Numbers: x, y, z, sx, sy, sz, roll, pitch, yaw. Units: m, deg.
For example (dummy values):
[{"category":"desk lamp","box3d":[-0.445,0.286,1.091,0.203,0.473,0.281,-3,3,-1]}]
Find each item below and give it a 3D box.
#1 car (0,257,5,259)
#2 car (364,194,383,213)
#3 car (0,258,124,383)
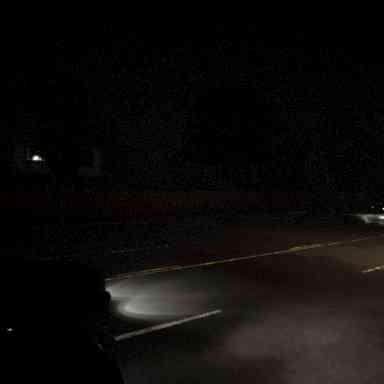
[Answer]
[{"category":"car","box3d":[-4.063,1.547,5.025,5.357,1.411,2.033,0,0,-35]},{"category":"car","box3d":[20.932,1.237,35.990,5.566,2.045,2.150,0,0,-35]},{"category":"car","box3d":[-2.735,1.491,1.680,4.902,1.511,2.128,0,0,-35]}]
